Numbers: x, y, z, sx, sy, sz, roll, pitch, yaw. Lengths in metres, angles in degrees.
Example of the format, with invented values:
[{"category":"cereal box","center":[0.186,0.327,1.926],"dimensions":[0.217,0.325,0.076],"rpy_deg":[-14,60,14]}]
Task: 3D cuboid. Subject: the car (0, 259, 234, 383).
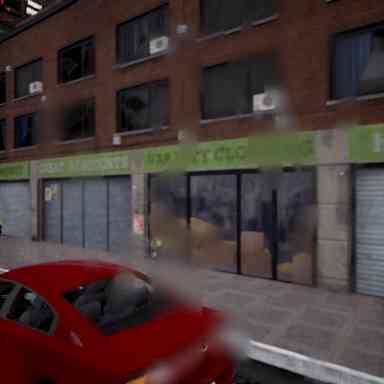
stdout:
[{"category":"car","center":[-1.679,1.522,4.081],"dimensions":[4.507,1.381,1.887],"rpy_deg":[0,0,36]}]
